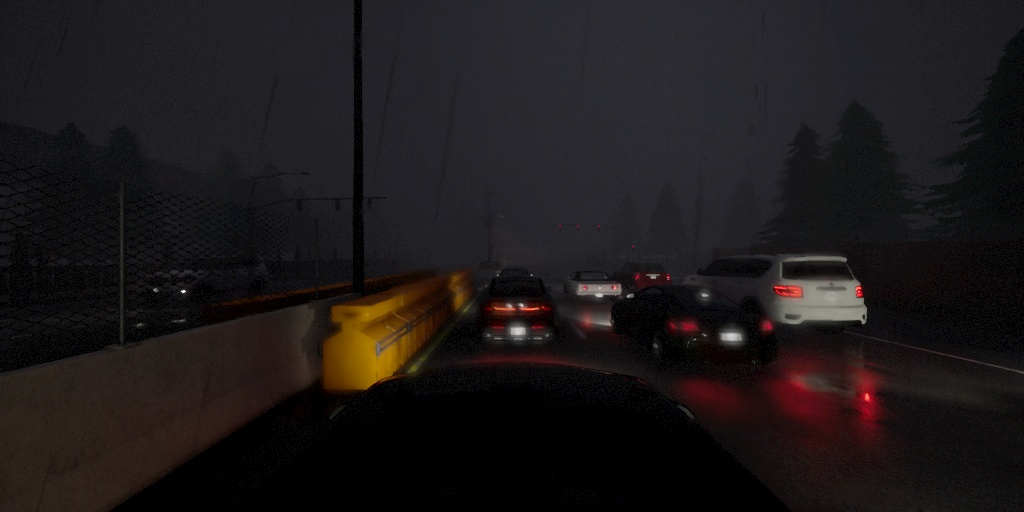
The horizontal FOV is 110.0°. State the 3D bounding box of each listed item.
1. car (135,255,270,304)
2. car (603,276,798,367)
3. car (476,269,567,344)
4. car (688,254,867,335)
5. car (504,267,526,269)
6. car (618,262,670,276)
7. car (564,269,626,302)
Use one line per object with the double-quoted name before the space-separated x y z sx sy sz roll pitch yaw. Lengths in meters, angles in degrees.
"car" -13.960 0.961 16.737 2.150 2.045 5.566 0 0 0
"car" 3.625 1.314 7.958 1.994 1.385 4.181 0 0 -1
"car" 0.121 1.255 9.587 1.837 1.490 4.892 0 0 0
"car" 7.125 0.971 10.657 2.150 2.045 5.566 0 0 0
"car" 0.145 1.297 19.105 2.033 1.411 5.357 0 0 0
"car" 7.150 1.102 20.243 2.097 1.767 4.553 0 0 0
"car" 3.642 1.351 17.139 1.895 1.301 4.718 0 0 0
